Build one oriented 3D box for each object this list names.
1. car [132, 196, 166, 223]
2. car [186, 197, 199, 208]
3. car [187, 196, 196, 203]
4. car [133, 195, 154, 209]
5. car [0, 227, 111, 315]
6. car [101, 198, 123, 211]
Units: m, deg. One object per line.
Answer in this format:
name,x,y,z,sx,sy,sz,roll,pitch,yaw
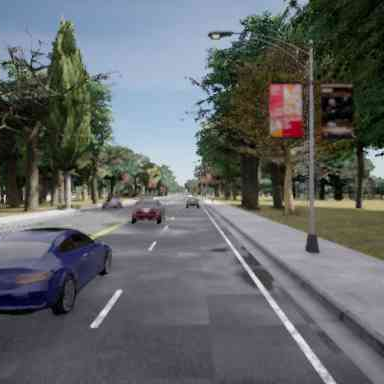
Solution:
car,-3.155,1.325,24.996,2.097,1.767,4.553,0,0,0
car,0.088,1.533,48.292,2.033,1.411,5.357,0,0,0
car,-0.104,1.645,72.908,1.895,1.301,4.718,0,0,0
car,-6.587,1.334,45.508,2.097,1.767,4.553,0,0,0
car,-3.153,1.512,7.389,1.812,1.442,4.674,0,0,0
car,-9.845,1.504,41.351,1.812,1.442,4.674,0,0,0
